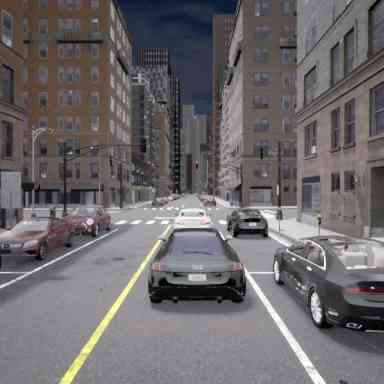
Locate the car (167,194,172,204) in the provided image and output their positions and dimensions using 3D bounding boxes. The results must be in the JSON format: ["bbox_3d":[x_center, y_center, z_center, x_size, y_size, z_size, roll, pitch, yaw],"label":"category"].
[{"bbox_3d":[-5.540,1.607,65.683,2.008,1.369,4.403,0,0,0],"label":"car"}]

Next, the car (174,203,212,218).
[{"bbox_3d":[0.054,1.526,16.976,1.812,1.442,4.674,0,0,1],"label":"car"}]

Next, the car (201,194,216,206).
[{"bbox_3d":[2.952,1.476,54.843,1.967,1.590,4.097,0,0,0],"label":"car"}]

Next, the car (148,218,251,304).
[{"bbox_3d":[0.092,1.564,8.217,1.994,1.385,4.181,0,0,0],"label":"car"}]

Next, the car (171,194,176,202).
[{"bbox_3d":[-5.493,1.626,81.738,1.752,1.417,4.829,0,0,0],"label":"car"}]

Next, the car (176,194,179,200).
[{"bbox_3d":[-5.461,1.457,92.726,2.192,1.841,5.009,0,0,0],"label":"car"}]

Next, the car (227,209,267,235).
[{"bbox_3d":[2.876,1.566,17.753,1.947,1.339,4.313,0,0,0],"label":"car"}]

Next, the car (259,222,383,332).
[{"bbox_3d":[2.863,1.550,6.750,2.008,1.369,4.403,0,0,0],"label":"car"}]

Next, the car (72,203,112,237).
[{"bbox_3d":[-5.650,1.441,17.763,1.967,1.590,4.097,0,0,0],"label":"car"}]

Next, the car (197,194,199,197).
[{"bbox_3d":[3.048,1.560,87.297,1.967,1.590,4.097,0,0,0],"label":"car"}]

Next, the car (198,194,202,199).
[{"bbox_3d":[3.016,1.524,76.479,1.967,1.590,4.097,0,0,0],"label":"car"}]

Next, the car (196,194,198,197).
[{"bbox_3d":[3.063,1.457,92.706,2.192,1.841,5.009,0,0,0],"label":"car"}]

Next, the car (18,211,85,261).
[{"bbox_3d":[-5.656,1.582,12.262,1.802,1.307,4.206,0,0,0],"label":"car"}]

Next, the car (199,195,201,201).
[{"bbox_3d":[2.985,1.607,65.661,2.008,1.369,4.403,0,0,0],"label":"car"}]

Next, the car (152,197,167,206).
[{"bbox_3d":[-5.572,1.618,54.866,1.802,1.307,4.206,0,0,0],"label":"car"}]

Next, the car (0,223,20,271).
[{"bbox_3d":[-5.662,1.566,6.760,1.947,1.339,4.313,0,0,0],"label":"car"}]
